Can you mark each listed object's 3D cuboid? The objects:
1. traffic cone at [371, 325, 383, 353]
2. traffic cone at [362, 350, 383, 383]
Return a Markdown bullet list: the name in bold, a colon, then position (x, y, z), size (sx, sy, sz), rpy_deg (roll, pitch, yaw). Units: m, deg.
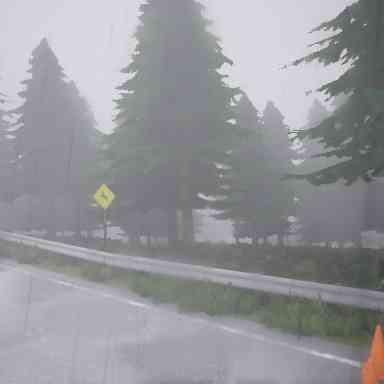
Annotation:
- **traffic cone**: position (2.322, 1.956, 4.131), size (0.340, 0.580, 0.340), rpy_deg (0, 0, 34)
- **traffic cone**: position (1.773, 1.956, 3.298), size (0.340, 0.580, 0.340), rpy_deg (0, 0, 34)
